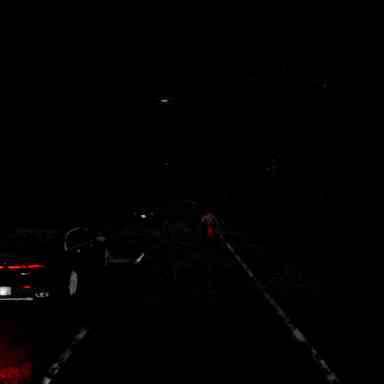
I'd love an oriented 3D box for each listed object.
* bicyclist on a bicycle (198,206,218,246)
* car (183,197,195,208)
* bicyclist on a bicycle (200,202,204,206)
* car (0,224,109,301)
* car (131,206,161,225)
[{"bbox_3d":[0.804,1.580,15.223,0.866,1.612,1.509,0,-1,0],"label":"bicyclist on a bicycle"},{"bbox_3d":[-0.464,2.122,58.928,1.994,1.385,4.181,0,-1,-1],"label":"car"},{"bbox_3d":[0.741,1.601,24.395,0.659,1.776,1.843,0,0,-1],"label":"bicyclist on a bicycle"},{"bbox_3d":[-3.471,1.588,8.514,1.837,1.490,4.892,0,-1,-1],"label":"car"},{"bbox_3d":[-3.652,1.820,26.896,1.994,1.385,4.181,0,-1,-1],"label":"car"}]
